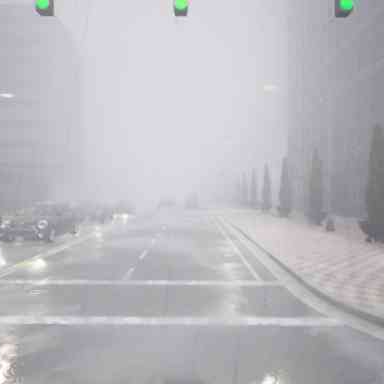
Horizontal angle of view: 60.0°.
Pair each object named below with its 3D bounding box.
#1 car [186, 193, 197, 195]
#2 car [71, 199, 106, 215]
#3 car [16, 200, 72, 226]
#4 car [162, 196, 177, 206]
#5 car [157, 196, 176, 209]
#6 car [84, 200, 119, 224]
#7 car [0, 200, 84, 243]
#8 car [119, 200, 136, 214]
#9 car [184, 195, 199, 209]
[{"bbox_3d":[-0.043,1.145,54.093,2.150,2.045,5.566,0,0,0],"label":"car"},{"bbox_3d":[-10.611,1.495,34.639,2.033,1.411,5.357,0,0,0],"label":"car"},{"bbox_3d":[-10.616,1.448,24.306,1.882,1.535,5.008,0,0,0],"label":"car"},{"bbox_3d":[-3.543,1.409,53.887,2.128,1.511,4.902,0,0,0],"label":"car"},{"bbox_3d":[-3.536,1.443,44.559,1.837,1.490,4.892,0,0,0],"label":"car"},{"bbox_3d":[-7.114,1.501,24.941,1.812,1.442,4.674,0,0,-1],"label":"car"},{"bbox_3d":[-7.111,1.348,15.956,2.097,1.767,4.553,0,0,0],"label":"car"},{"bbox_3d":[-7.111,1.517,34.820,1.994,1.385,4.181,0,0,0],"label":"car"},{"bbox_3d":[-0.035,1.494,43.993,2.033,1.411,5.357,0,0,0],"label":"car"}]
